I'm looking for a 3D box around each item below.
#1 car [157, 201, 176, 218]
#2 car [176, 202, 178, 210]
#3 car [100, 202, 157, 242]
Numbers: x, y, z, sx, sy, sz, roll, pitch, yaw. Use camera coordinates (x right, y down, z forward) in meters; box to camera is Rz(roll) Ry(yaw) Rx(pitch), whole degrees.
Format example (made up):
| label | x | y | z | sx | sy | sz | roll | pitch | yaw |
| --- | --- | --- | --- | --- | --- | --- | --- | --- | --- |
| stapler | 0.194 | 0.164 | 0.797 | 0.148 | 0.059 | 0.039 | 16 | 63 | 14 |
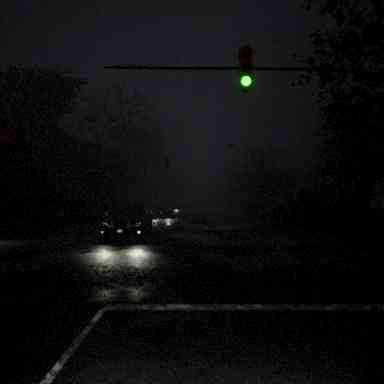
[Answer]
| label | x | y | z | sx | sy | sz | roll | pitch | yaw |
| --- | --- | --- | --- | --- | --- | --- | --- | --- | --- |
| car | -3.592 | 2.122 | 41.805 | 2.150 | 2.045 | 5.566 | 0 | -1 | 0 |
| car | -3.489 | 2.422 | 60.101 | 1.837 | 1.490 | 4.892 | 0 | 0 | 1 |
| car | -3.551 | 1.655 | 19.074 | 2.150 | 2.045 | 5.566 | 0 | -2 | 0 |
